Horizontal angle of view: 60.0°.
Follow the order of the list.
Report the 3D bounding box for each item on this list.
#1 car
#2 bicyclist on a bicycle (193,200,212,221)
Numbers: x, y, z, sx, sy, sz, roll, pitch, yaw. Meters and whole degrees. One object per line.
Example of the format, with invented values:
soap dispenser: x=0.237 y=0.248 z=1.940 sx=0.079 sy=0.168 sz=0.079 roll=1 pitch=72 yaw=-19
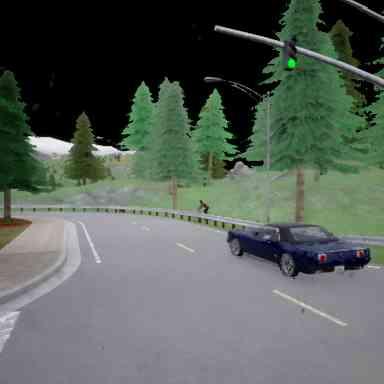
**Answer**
car: x=2.855 y=1.593 z=10.241 sx=1.895 sy=1.301 sz=4.718 roll=0 pitch=0 yaw=-20
bicyclist on a bicycle: x=0.840 y=1.432 z=25.529 sx=1.656 sy=1.620 sz=0.582 roll=-1 pitch=2 yaw=-20
